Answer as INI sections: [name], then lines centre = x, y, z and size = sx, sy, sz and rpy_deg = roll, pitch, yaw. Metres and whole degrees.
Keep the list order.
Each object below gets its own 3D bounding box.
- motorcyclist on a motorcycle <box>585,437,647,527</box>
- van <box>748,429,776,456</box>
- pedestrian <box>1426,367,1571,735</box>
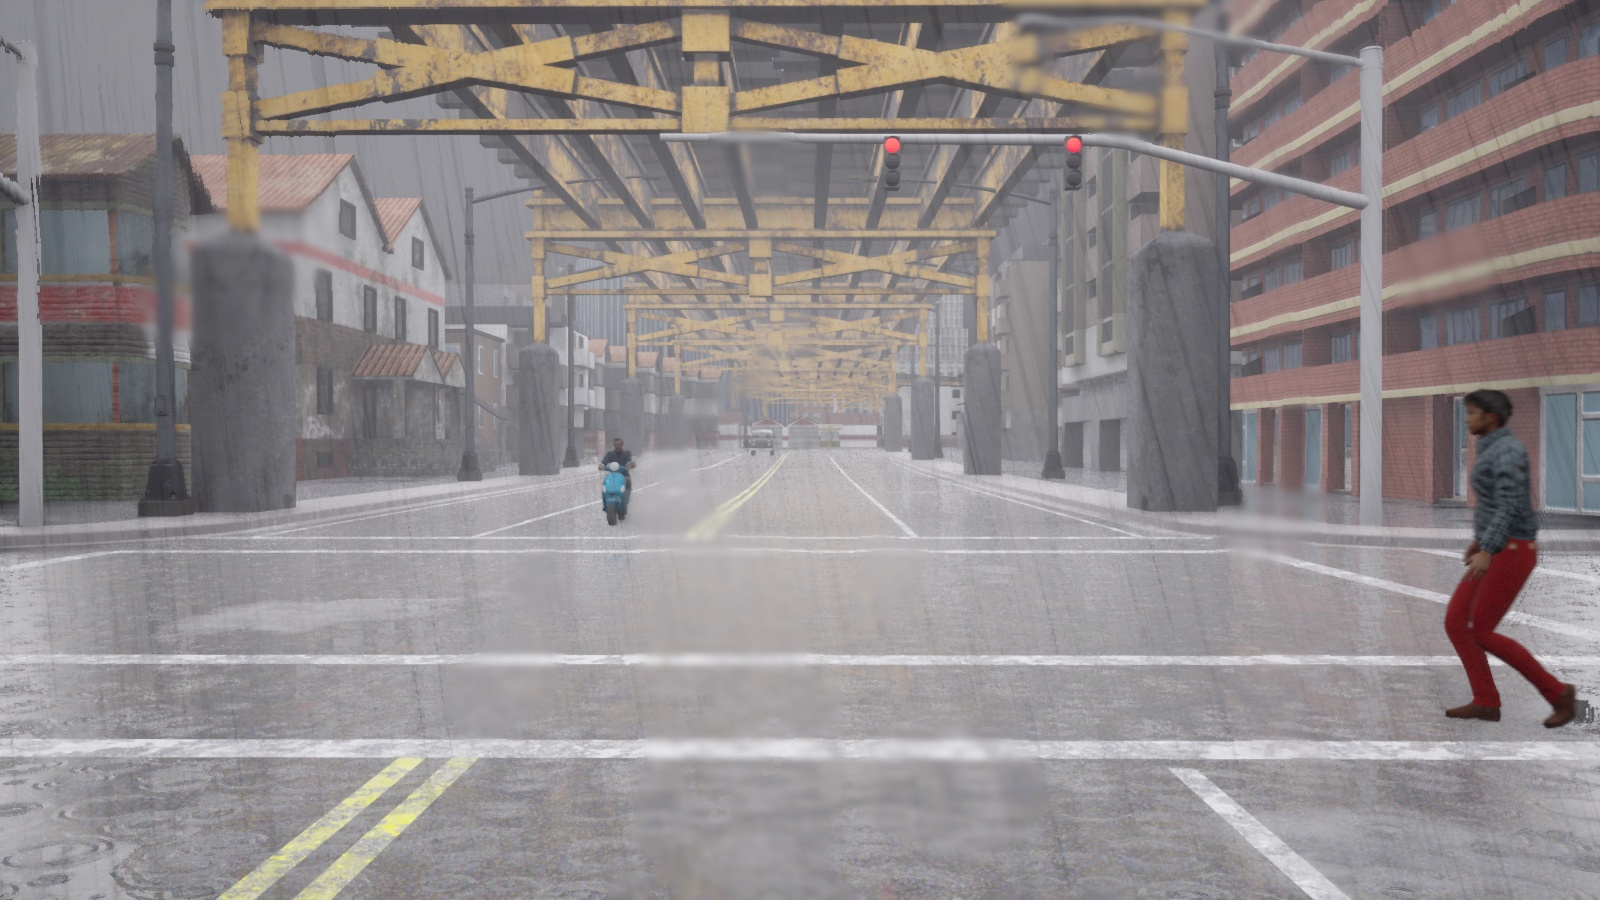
[motorcyclist on a motorcycle]
centre = -3.359, 0.567, 23.090
size = 0.866, 1.590, 1.817
rpy_deg = 0, 0, 0
[van]
centre = -2.946, -0.588, 98.388
size = 2.069, 2.038, 4.480
rpy_deg = 0, 1, 0
[pedestrian]
centre = 3.646, 0.507, 6.584
size = 0.614, 1.847, 0.353
rpy_deg = 0, 0, 22
